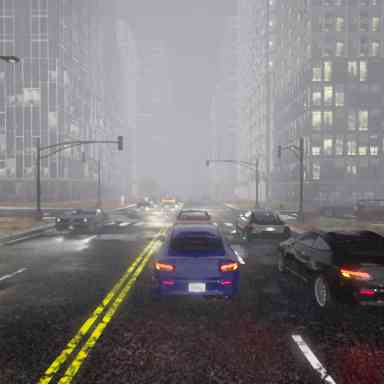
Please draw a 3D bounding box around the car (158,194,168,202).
[{"bbox_3d":[-6.664,1.285,76.862,2.097,1.767,4.553,0,0,0],"label":"car"}]

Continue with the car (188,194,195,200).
[{"bbox_3d":[-0.190,1.267,89.114,1.812,1.442,4.674,0,0,0],"label":"car"}]

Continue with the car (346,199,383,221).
[{"bbox_3d":[16.143,1.519,27.942,5.009,1.841,2.192,1,0,1],"label":"car"}]

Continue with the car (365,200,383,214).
[{"bbox_3d":[21.734,1.643,36.240,4.829,1.417,1.752,1,0,1],"label":"car"}]

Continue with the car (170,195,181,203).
[{"bbox_3d":[-3.398,1.418,69.151,1.882,1.535,5.008,0,0,0],"label":"car"}]

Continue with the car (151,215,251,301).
[{"bbox_3d":[0.084,1.522,8.184,1.812,1.442,4.674,0,0,0],"label":"car"}]

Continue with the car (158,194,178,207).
[{"bbox_3d":[-3.448,1.442,49.245,1.882,1.535,5.008,0,0,0],"label":"car"}]

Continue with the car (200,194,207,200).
[{"bbox_3d":[3.060,1.338,89.151,1.895,1.301,4.718,0,0,0],"label":"car"}]

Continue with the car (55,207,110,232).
[{"bbox_3d":[-6.427,1.588,20.017,1.895,1.301,4.718,0,0,0],"label":"car"}]

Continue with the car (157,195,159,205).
[{"bbox_3d":[-6.703,1.460,57.583,1.837,1.490,4.892,0,0,0],"label":"car"}]

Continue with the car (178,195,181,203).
[{"bbox_3d":[-3.452,1.554,58.624,1.895,1.301,4.718,0,0,0],"label":"car"}]

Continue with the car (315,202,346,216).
[{"bbox_3d":[15.030,1.702,33.729,4.718,1.301,1.895,0,1,1],"label":"car"}]

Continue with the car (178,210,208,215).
[{"bbox_3d":[0.066,1.591,17.350,1.895,1.301,4.718,0,0,0],"label":"car"}]

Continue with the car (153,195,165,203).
[{"bbox_3d":[-6.666,1.448,66.937,1.837,1.490,4.892,0,0,0],"label":"car"}]

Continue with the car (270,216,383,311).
[{"bbox_3d":[3.336,1.522,7.621,1.812,1.442,4.674,0,0,0],"label":"car"}]

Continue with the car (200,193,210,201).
[{"bbox_3d":[3.083,1.143,78.733,2.150,2.045,5.566,0,0,0],"label":"car"}]

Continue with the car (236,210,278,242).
[{"bbox_3d":[3.320,1.555,16.190,1.994,1.385,4.181,0,0,-1],"label":"car"}]

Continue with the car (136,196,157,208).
[{"bbox_3d":[-6.699,1.513,47.845,2.033,1.411,5.357,0,0,0],"label":"car"}]

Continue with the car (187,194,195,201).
[{"bbox_3d":[-0.168,1.514,79.142,1.895,1.301,4.718,0,0,0],"label":"car"}]
